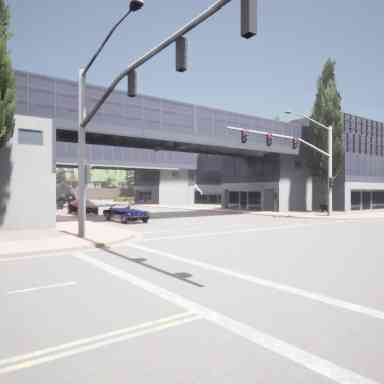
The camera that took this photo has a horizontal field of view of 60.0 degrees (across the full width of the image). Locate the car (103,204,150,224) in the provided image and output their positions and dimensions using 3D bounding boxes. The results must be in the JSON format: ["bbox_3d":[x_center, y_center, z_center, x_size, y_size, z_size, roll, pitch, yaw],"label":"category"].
[{"bbox_3d":[-4.993,1.601,25.019,1.895,1.301,4.718,0,0,-36],"label":"car"}]

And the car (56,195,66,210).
[{"bbox_3d":[-17.964,1.503,42.848,1.837,1.490,4.892,0,0,-36],"label":"car"}]

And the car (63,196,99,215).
[{"bbox_3d":[-10.893,1.478,33.119,1.882,1.535,5.008,0,0,-36],"label":"car"}]

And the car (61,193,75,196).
[{"bbox_3d":[-23.774,1.221,63.014,2.150,2.045,5.566,0,0,-36],"label":"car"}]
